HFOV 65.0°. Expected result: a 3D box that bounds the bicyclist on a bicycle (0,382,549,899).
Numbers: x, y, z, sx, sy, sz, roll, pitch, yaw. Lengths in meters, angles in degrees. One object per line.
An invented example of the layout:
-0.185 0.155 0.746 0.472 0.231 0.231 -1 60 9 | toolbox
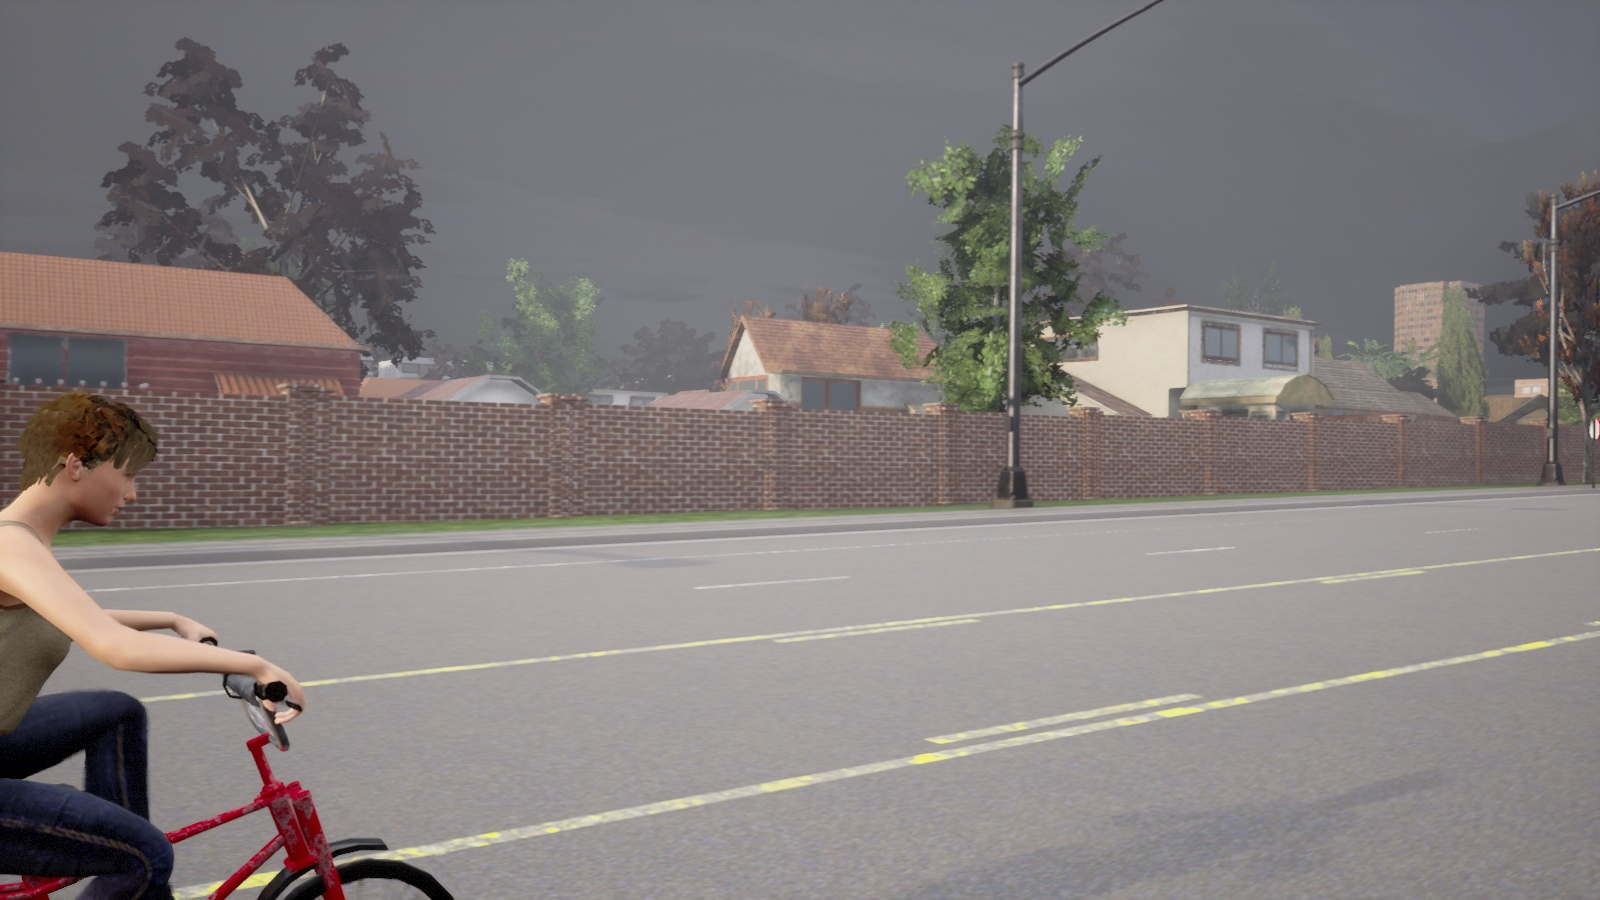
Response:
-1.416 0.691 2.669 1.509 1.612 0.866 0 0 -35 | bicyclist on a bicycle
